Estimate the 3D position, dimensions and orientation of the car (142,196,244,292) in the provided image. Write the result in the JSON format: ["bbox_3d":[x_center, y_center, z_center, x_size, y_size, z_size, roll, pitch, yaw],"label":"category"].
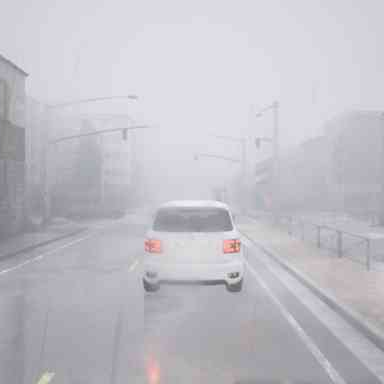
[{"bbox_3d":[0.036,1.221,9.050,2.150,2.045,5.566,0,0,1],"label":"car"}]

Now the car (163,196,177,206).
[{"bbox_3d":[-3.692,1.485,56.944,2.128,1.511,4.902,0,0,0],"label":"car"}]

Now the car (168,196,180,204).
[{"bbox_3d":[-3.643,1.540,67.582,2.033,1.411,5.357,0,0,0],"label":"car"}]

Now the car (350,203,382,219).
[{"bbox_3d":[16.658,1.737,30.232,4.181,1.385,1.994,0,0,0],"label":"car"}]

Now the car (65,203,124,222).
[{"bbox_3d":[-8.010,1.651,27.419,4.674,1.442,1.812,-2,0,-15],"label":"car"}]

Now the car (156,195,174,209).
[{"bbox_3d":[-3.687,1.347,46.562,2.097,1.767,4.553,0,0,0],"label":"car"}]
